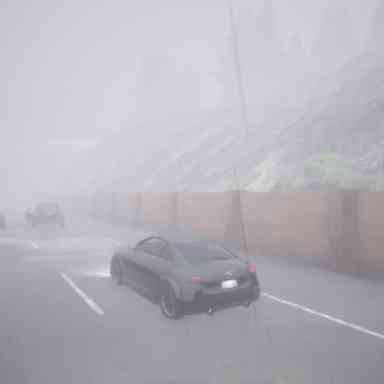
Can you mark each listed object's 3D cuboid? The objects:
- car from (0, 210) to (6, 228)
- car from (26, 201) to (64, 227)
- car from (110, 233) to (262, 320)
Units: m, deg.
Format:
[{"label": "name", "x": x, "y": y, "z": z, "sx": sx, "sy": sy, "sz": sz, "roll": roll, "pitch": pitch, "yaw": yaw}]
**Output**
[{"label": "car", "x": -13.919, "y": 1.719, "z": 22.728, "sx": 1.994, "sy": 1.385, "sz": 4.181, "roll": 0, "pitch": -1, "yaw": -32}, {"label": "car", "x": -10.837, "y": 1.534, "z": 24.400, "sx": 2.097, "sy": 1.767, "sz": 4.553, "roll": 0, "pitch": -1, "yaw": -32}, {"label": "car", "x": -0.388, "y": 1.631, "z": 7.670, "sx": 1.994, "sy": 1.385, "sz": 4.181, "roll": 0, "pitch": -1, "yaw": -32}]
